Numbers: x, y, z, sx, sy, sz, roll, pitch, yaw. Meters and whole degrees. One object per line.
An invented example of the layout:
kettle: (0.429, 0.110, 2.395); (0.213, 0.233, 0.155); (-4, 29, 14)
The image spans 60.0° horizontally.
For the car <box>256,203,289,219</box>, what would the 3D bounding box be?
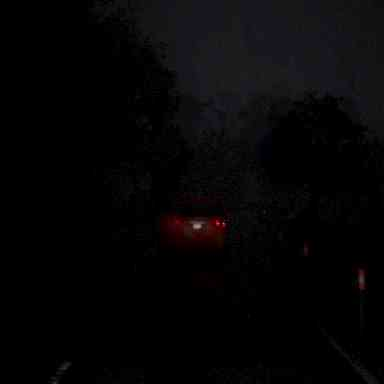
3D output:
car: (7.470, 1.679, 30.692); (1.994, 1.385, 4.181); (0, 0, 34)

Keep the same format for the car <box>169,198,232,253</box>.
car: (0.458, 1.242, 13.892); (2.150, 2.045, 5.566); (0, 0, 6)
